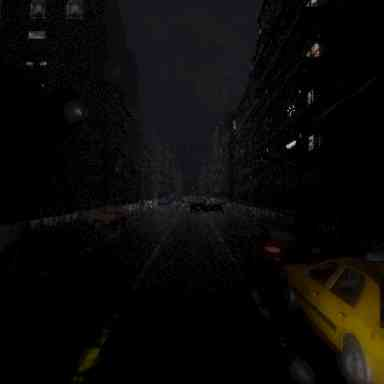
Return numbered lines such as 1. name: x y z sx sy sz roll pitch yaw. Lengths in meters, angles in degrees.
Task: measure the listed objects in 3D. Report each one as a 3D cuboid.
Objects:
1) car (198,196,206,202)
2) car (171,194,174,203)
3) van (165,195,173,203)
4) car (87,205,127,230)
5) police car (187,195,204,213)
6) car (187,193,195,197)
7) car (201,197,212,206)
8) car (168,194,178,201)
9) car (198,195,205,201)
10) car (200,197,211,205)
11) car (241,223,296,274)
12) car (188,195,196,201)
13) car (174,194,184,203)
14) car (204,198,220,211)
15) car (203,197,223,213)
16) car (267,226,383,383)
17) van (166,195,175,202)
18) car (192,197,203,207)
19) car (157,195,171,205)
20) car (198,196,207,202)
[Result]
1. car: 2.583 1.782 87.645 1.887 1.381 4.507 1 0 0
2. car: -5.290 1.455 65.587 2.192 1.841 5.009 2 0 0
3. van: -5.291 1.525 76.645 1.690 1.788 3.998 2 0 0
4. car: -5.294 1.544 21.177 1.752 1.417 4.829 2 0 0
5. police car: 0.709 1.480 38.644 1.930 1.638 5.238 0 0 0
6. car: -0.001 1.305 74.289 2.150 2.045 5.566 0 0 0
7. car: 2.584 1.665 59.991 1.887 1.381 4.507 1 0 0
8. car: -5.292 1.581 93.238 2.192 1.841 5.009 1 0 0
9. car: 2.593 1.706 93.177 1.967 1.590 4.097 1 0 0
10. car: 2.583 1.691 65.523 2.008 1.369 4.403 1 0 0
11. car: 2.584 1.588 10.219 1.802 1.307 4.206 1 0 0
12. car: -0.001 1.629 89.263 1.882 1.535 5.008 0 0 0
13. car: -2.751 1.639 75.993 1.837 1.490 4.892 0 0 0
14. car: 2.585 1.592 43.571 1.752 1.417 4.829 1 0 0
15. car: 2.584 1.597 37.869 1.887 1.381 4.507 1 0 0
16. car: 2.586 1.527 4.860 1.752 1.417 4.829 2 0 0
17. van: -5.292 1.551 82.177 1.690 1.788 3.998 1 0 0
18. car: 0.825 1.557 54.733 1.801 1.575 5.366 0 0 0
19. car: -5.296 1.645 59.884 1.752 1.417 4.829 2 0 0
20. car: 2.584 1.754 82.115 1.887 1.381 4.507 1 0 0
